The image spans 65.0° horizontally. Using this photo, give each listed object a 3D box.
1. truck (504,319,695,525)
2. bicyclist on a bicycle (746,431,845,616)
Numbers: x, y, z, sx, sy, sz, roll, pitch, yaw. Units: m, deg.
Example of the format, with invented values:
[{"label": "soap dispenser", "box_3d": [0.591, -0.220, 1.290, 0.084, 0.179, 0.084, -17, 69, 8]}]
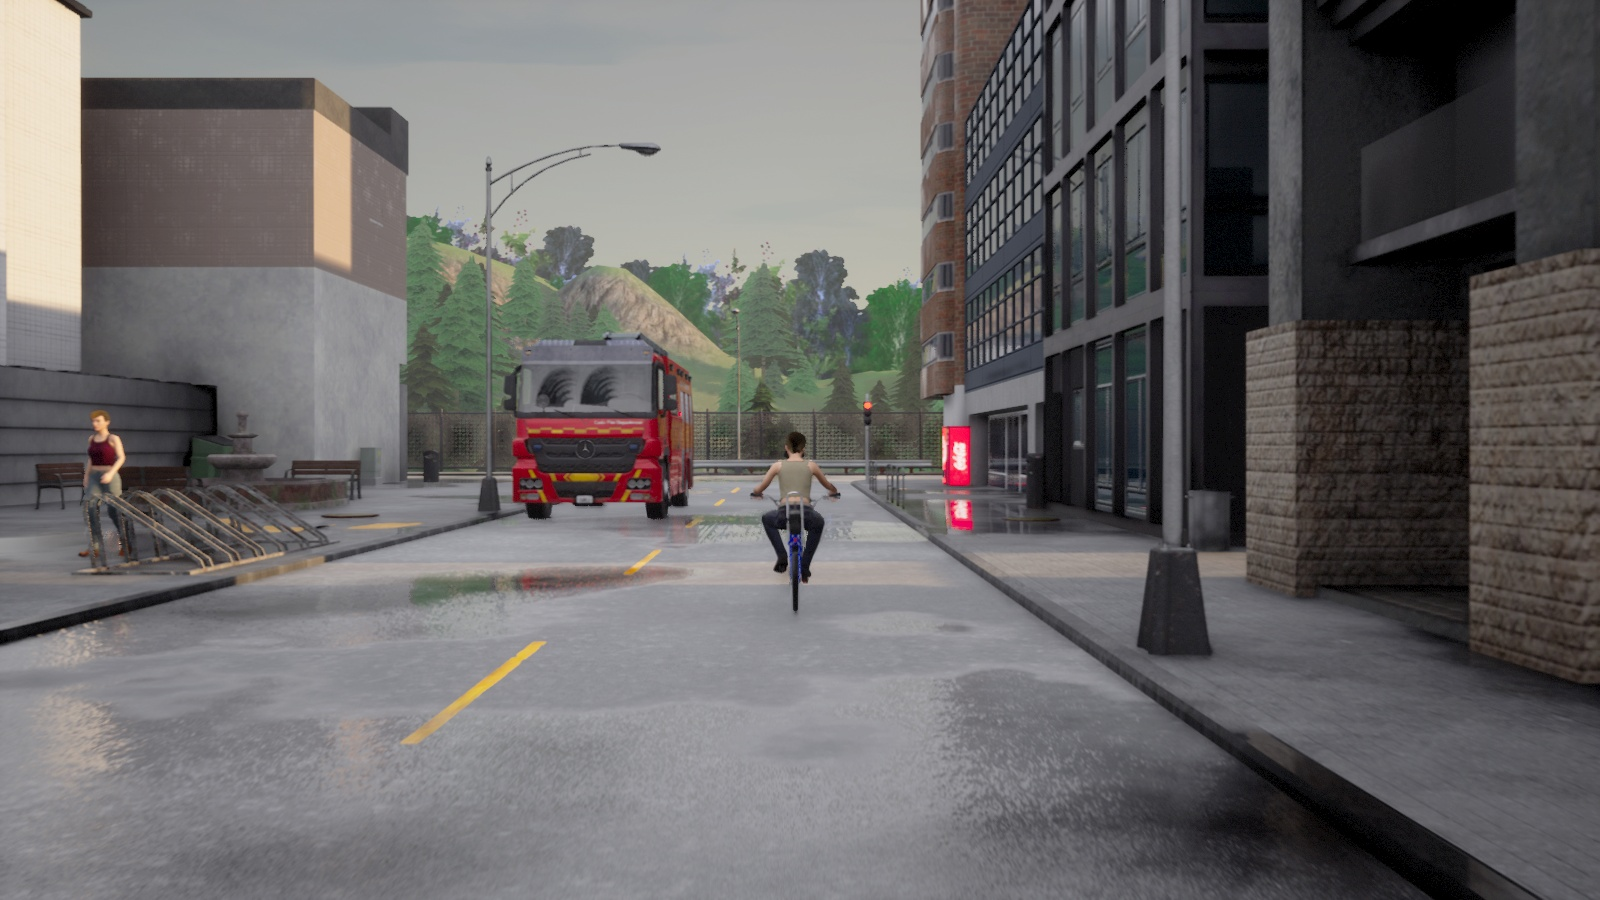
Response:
[{"label": "truck", "box_3d": [-4.096, -0.534, 27.647, 2.891, 3.827, 8.468, 0, 0, 0]}, {"label": "bicyclist on a bicycle", "box_3d": [-0.040, 0.635, 11.673, 0.866, 1.612, 1.509, 0, 0, 0]}]
